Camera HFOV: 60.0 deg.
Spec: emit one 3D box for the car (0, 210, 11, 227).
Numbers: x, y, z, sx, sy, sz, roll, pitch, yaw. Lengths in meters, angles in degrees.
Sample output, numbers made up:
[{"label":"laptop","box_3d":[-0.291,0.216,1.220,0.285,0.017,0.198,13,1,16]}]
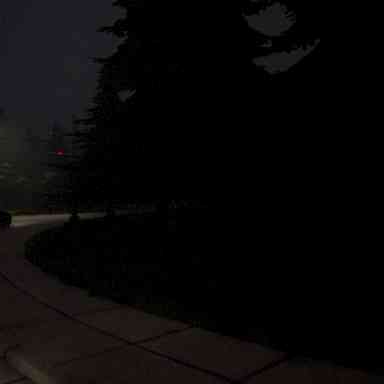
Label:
[{"label":"car","box_3d":[-14.057,1.610,22.256,2.097,1.767,4.553,0,-1,-3]}]
